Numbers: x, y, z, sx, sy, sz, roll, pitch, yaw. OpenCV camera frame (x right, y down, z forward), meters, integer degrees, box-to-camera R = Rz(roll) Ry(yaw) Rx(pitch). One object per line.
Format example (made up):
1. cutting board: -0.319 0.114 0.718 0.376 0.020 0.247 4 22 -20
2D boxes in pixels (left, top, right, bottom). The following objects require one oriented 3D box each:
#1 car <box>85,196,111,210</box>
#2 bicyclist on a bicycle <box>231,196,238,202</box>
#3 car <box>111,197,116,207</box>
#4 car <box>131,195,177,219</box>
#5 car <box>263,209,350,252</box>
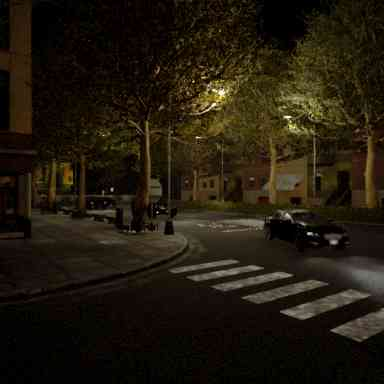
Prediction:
1. car: -12.535 1.349 42.506 2.097 1.767 4.553 0 0 -35
2. bicyclist on a bicycle: 4.730 1.300 37.596 1.656 1.620 0.582 0 0 -35
3. car: -12.724 1.505 48.939 1.837 1.490 4.892 0 0 -34
4. car: -3.462 1.223 29.255 2.150 2.045 5.566 0 0 -35
5. car: 4.583 1.493 14.020 2.128 1.511 4.902 0 0 -9
